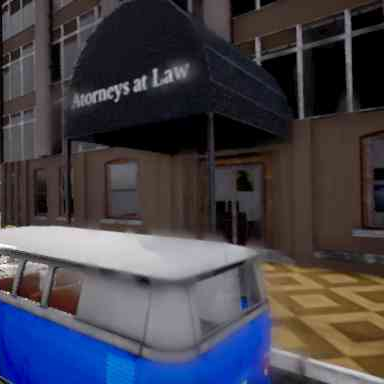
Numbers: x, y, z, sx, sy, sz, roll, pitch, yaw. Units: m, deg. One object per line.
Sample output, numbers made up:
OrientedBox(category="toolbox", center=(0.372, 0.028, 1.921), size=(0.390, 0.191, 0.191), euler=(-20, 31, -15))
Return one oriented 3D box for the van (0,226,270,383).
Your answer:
OrientedBox(category="van", center=(-1.139, 1.350, 3.709), size=(3.998, 1.788, 1.690), euler=(0, -1, 36))
